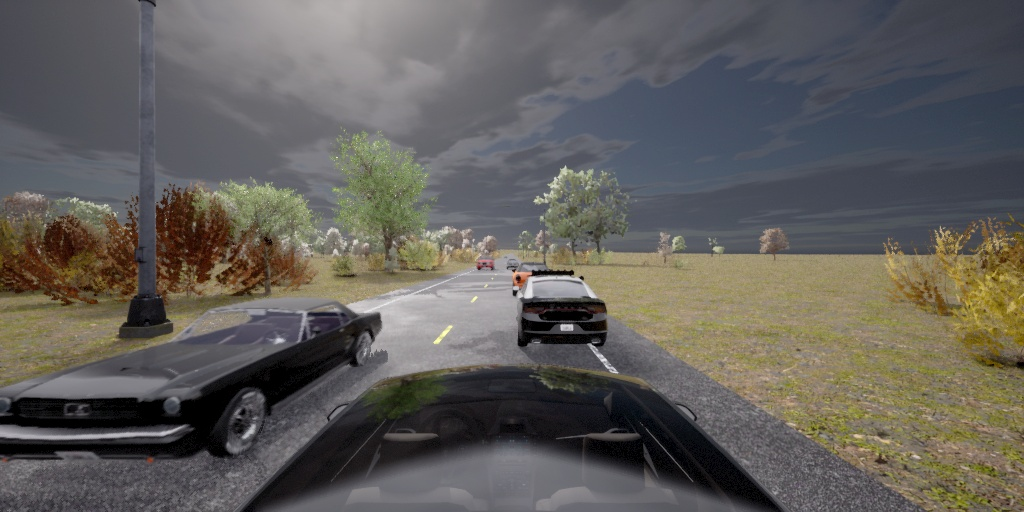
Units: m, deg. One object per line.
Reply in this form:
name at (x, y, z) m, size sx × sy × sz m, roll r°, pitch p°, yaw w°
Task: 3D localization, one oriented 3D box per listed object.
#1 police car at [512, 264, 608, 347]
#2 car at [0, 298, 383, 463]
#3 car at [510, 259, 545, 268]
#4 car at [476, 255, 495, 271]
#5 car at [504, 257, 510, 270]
police car at (1.059, 1.174, 9.488) m, size 1.930 × 1.638 × 5.238 m, roll 0°, pitch 0°, yaw 0°
car at (-3.596, 1.350, 5.175) m, size 1.895 × 1.301 × 4.718 m, roll 0°, pitch 0°, yaw 0°
car at (1.069, 1.095, 19.349) m, size 2.097 × 1.767 × 4.553 m, roll 0°, pitch 0°, yaw 0°
car at (-3.551, 0.927, 48.883) m, size 2.150 × 2.045 × 5.566 m, roll 0°, pitch 0°, yaw 0°
car at (0.127, 1.246, 52.939) m, size 2.033 × 1.411 × 5.357 m, roll 0°, pitch 0°, yaw 0°
